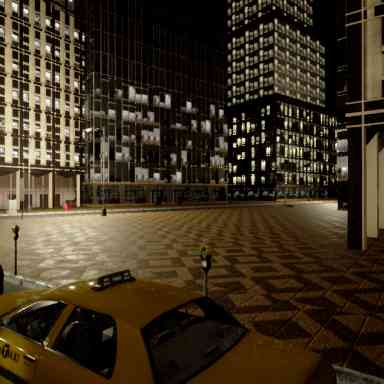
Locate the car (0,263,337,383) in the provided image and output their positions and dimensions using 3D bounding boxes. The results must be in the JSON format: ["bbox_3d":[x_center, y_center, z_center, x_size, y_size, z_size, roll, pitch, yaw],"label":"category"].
[{"bbox_3d":[-1.017,1.525,3.599,4.829,1.417,1.752,0,0,35],"label":"car"}]
